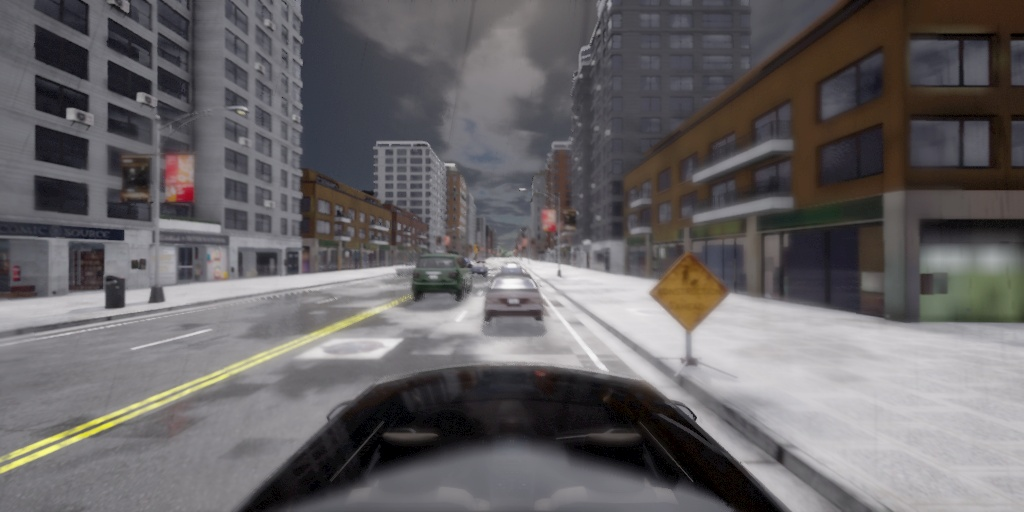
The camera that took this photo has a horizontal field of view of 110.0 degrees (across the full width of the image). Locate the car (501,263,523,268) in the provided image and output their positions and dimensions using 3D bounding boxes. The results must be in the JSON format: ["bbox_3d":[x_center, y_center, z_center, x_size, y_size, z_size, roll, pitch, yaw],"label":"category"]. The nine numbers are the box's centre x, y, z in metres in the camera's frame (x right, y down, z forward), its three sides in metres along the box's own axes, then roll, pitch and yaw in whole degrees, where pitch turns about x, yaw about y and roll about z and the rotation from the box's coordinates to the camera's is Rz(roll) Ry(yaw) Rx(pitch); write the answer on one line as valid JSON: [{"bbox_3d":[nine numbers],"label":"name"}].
[{"bbox_3d":[0.017,1.294,31.098,2.033,1.411,5.357,0,0,0],"label":"car"}]

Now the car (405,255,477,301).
[{"bbox_3d":[-3.192,0.969,17.347,2.150,2.045,5.566,0,0,0],"label":"car"}]

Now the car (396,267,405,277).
[{"bbox_3d":[-9.938,1.347,35.534,1.895,1.301,4.718,0,0,0],"label":"car"}]

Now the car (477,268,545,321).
[{"bbox_3d":[0.057,1.296,12.335,2.033,1.411,5.357,0,0,0],"label":"car"}]

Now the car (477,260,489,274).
[{"bbox_3d":[-3.239,1.347,34.433,1.895,1.301,4.718,0,0,0],"label":"car"}]

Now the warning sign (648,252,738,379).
[{"bbox_3d":[2.841,0.865,5.762,1.300,1.860,1.060,0,0,0],"label":"warning sign"}]
